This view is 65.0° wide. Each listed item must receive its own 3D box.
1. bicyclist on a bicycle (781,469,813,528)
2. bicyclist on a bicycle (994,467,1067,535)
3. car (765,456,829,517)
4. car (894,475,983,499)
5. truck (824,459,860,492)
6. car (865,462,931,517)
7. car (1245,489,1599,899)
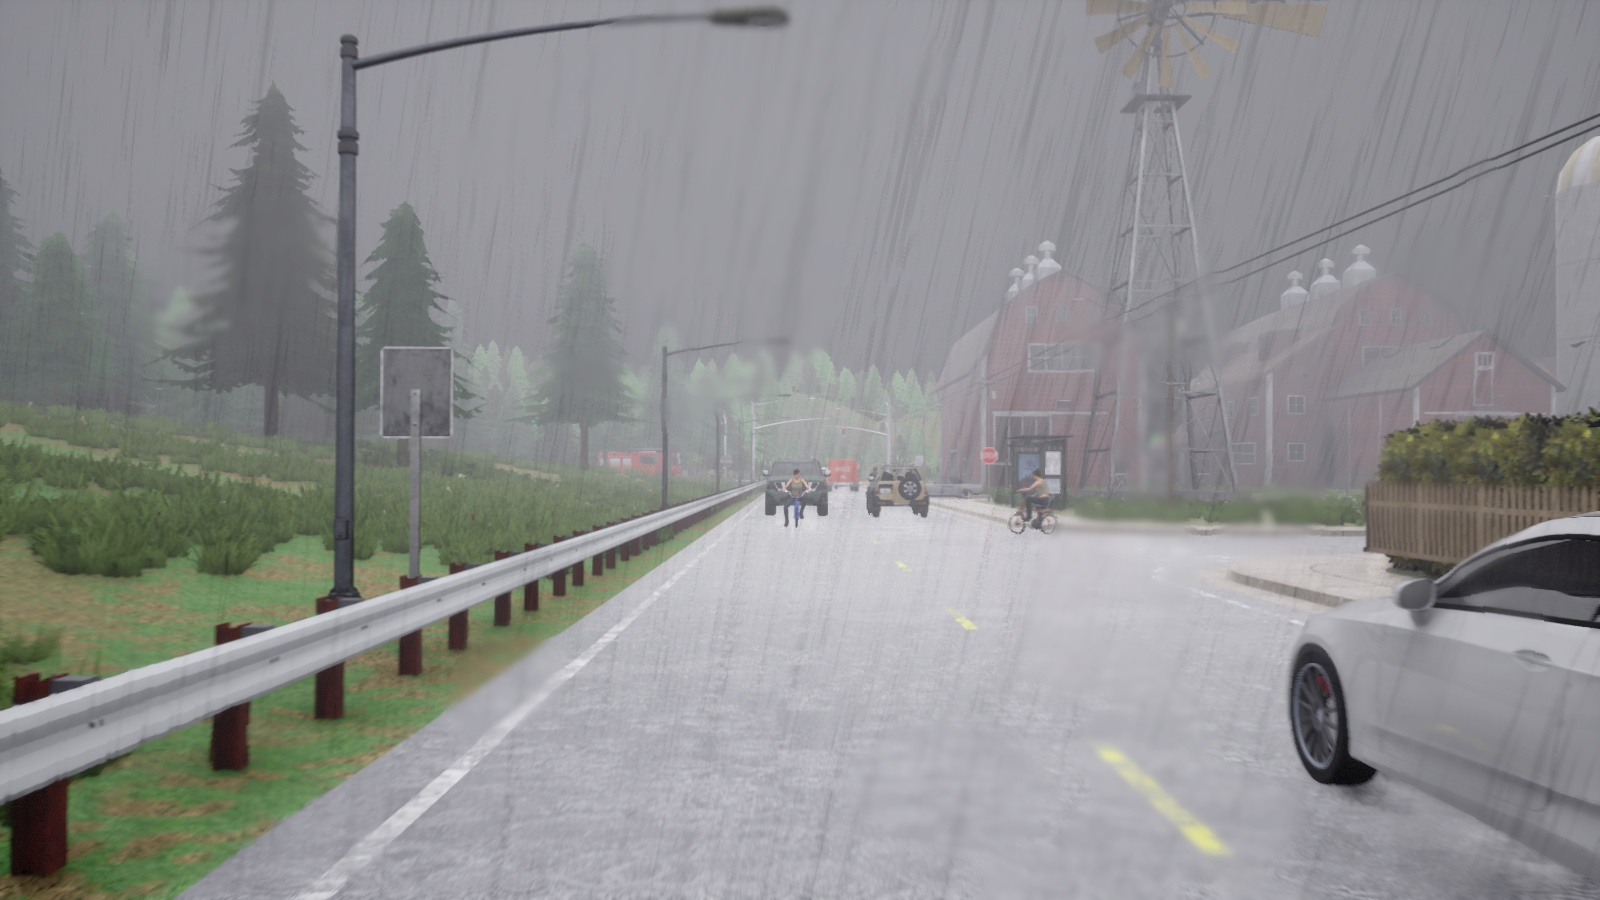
[{"bbox_3d":[-0.079,1.336,34.911,0.866,1.612,1.509,0,-1,0],"label":"bicyclist on a bicycle"},{"bbox_3d":[5.650,1.244,30.813,0.866,1.612,1.509,4,-4,-44],"label":"bicyclist on a bicycle"},{"bbox_3d":[-0.111,1.292,45.243,2.150,2.045,5.566,0,-1,0],"label":"car"},{"bbox_3d":[7.793,2.070,70.855,4.718,1.301,1.895,0,-1,-5],"label":"car"},{"bbox_3d":[3.261,1.953,97.851,2.627,2.467,5.204,0,-1,0],"label":"truck"},{"bbox_3d":[3.392,1.359,44.274,1.932,1.855,4.605,0,-1,0],"label":"car"},{"bbox_3d":[3.488,0.909,4.912,1.812,1.442,4.674,0,-1,0],"label":"car"}]
